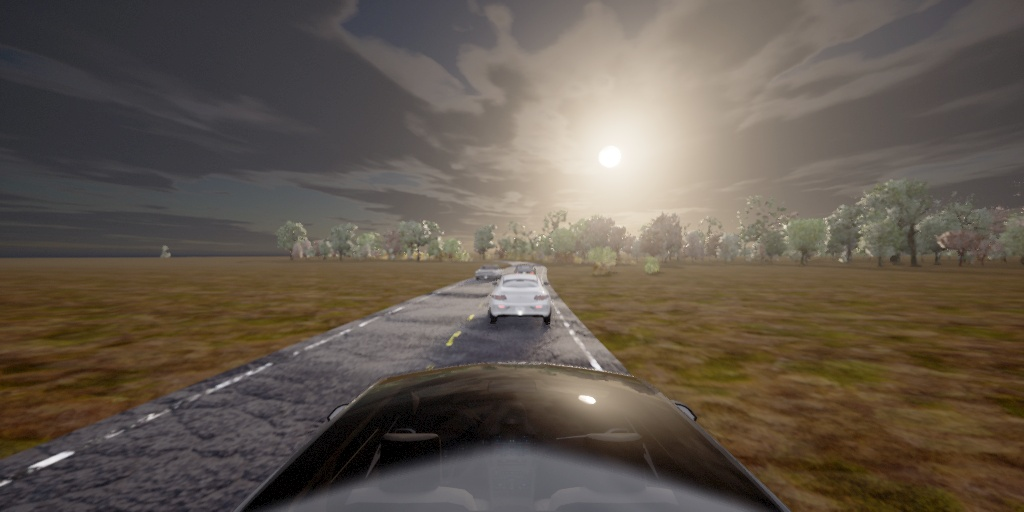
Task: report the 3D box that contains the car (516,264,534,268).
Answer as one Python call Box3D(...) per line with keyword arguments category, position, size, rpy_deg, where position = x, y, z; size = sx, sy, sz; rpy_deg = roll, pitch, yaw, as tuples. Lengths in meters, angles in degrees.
Box3D(category="car", position=(1.126, 1.368, 29.960), size=(2.033, 1.411, 5.357), rpy_deg=(0, 0, 4))

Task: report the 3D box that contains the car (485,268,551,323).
Box3D(category="car", position=(0.285, 1.302, 12.100), size=(1.812, 1.442, 4.674), rpy_deg=(0, 0, 1))

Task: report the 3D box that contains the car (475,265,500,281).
Box3D(category="car", position=(-1.962, 1.421, 31.236), size=(1.895, 1.301, 4.718), rpy_deg=(0, 0, 4))
